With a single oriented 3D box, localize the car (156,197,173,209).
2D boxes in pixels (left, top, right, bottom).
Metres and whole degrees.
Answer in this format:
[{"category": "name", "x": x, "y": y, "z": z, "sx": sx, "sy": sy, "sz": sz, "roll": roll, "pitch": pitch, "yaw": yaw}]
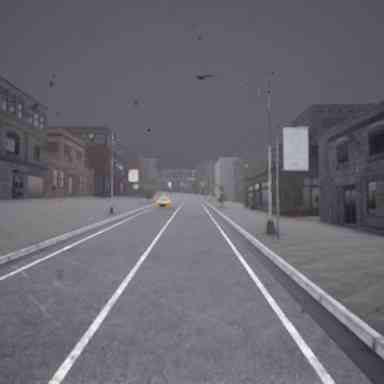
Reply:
[{"category": "car", "x": -3.544, "y": 1.367, "z": 42.858, "sx": 1.882, "sy": 1.535, "sz": 5.008, "roll": 0, "pitch": 0, "yaw": 0}]
